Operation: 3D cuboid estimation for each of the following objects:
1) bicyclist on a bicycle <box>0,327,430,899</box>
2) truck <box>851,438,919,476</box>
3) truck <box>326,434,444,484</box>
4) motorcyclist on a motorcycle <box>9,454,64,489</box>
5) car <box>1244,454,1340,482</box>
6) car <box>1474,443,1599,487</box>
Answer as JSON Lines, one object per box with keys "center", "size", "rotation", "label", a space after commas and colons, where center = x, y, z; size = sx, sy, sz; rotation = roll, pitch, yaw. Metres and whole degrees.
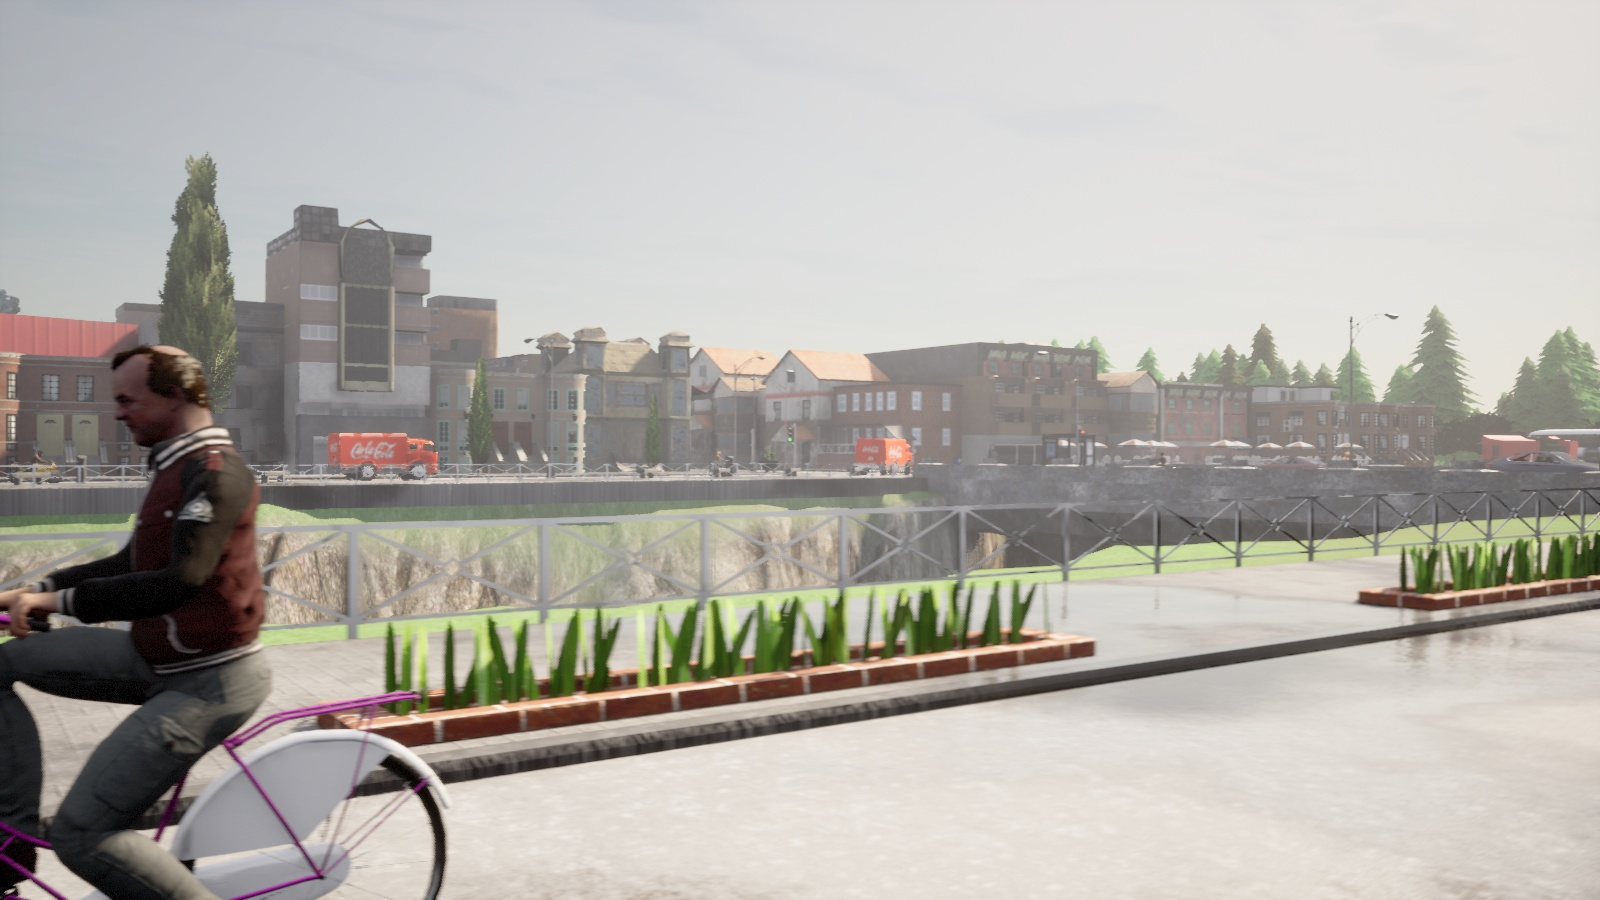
{"center": [-1.892, 0.627, 2.952], "size": [1.843, 1.776, 0.659], "rotation": [0, 0, -35], "label": "bicyclist on a bicycle"}
{"center": [5.784, 0.450, 84.697], "size": [2.627, 2.467, 5.204], "rotation": [1, 0, 28], "label": "truck"}
{"center": [-21.335, 0.462, 64.614], "size": [5.204, 2.467, 2.627], "rotation": [0, 0, -35], "label": "truck"}
{"center": [-33.931, 0.936, 55.839], "size": [2.044, 1.523, 0.797], "rotation": [0, 0, -35], "label": "motorcyclist on a motorcycle"}
{"center": [25.236, 0.914, 64.566], "size": [1.994, 1.385, 4.181], "rotation": [0, 0, -36], "label": "car"}
{"center": [30.189, 0.583, 50.446], "size": [2.152, 1.651, 5.027], "rotation": [0, 0, -35], "label": "car"}
